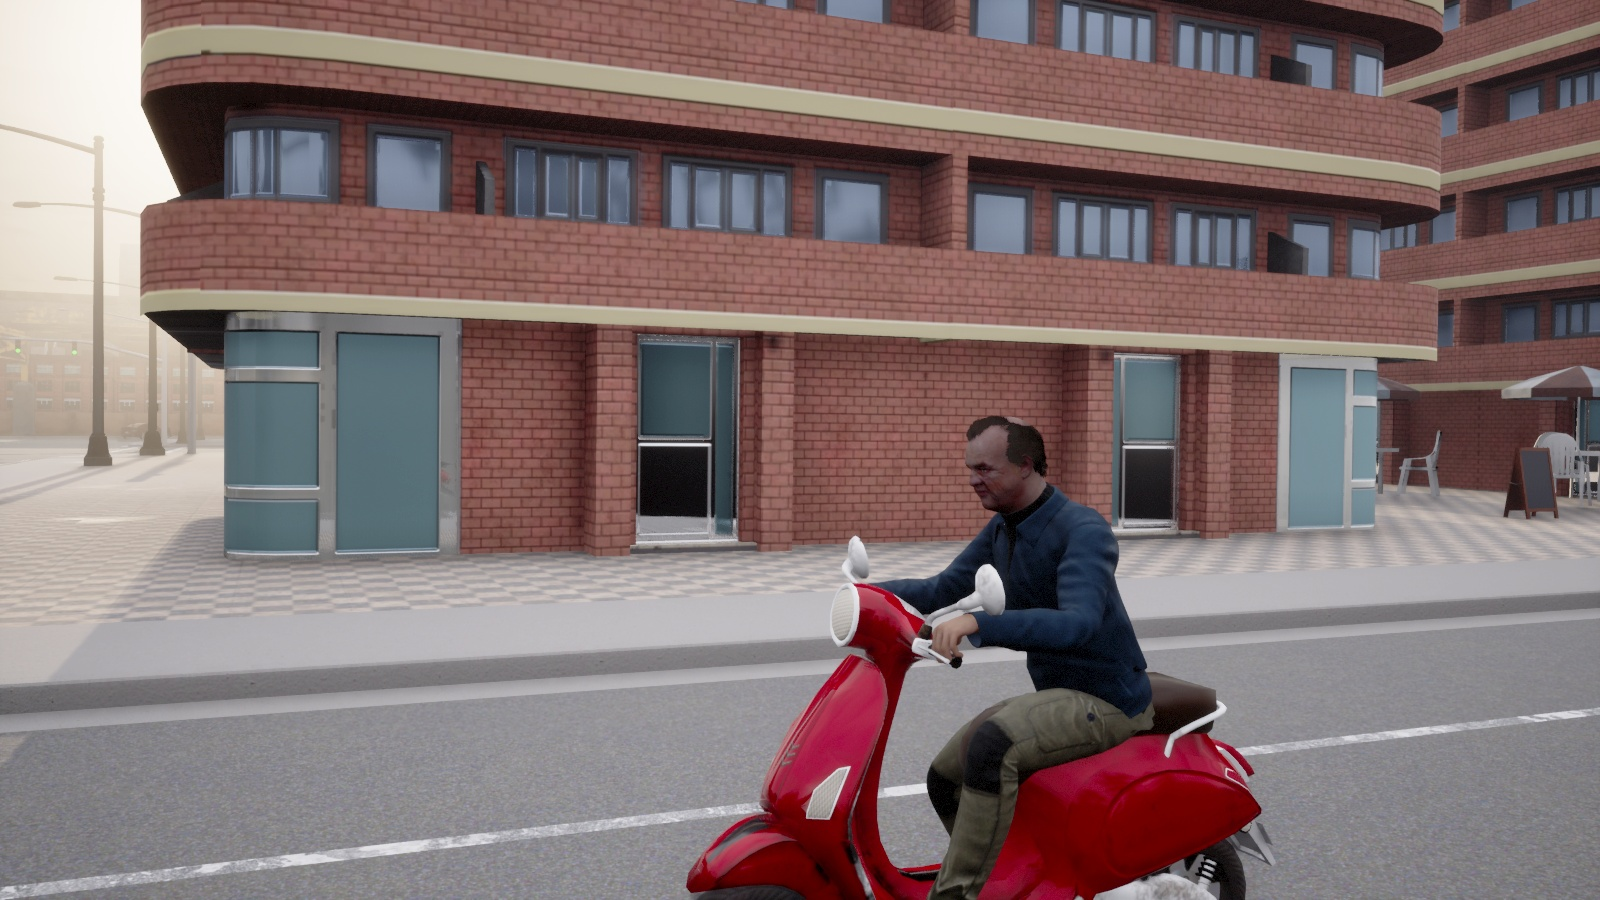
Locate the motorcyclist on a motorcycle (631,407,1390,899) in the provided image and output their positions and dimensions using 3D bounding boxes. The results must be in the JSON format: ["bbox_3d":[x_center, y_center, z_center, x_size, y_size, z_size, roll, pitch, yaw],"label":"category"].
[{"bbox_3d":[0.546,0.691,3.382,1.817,1.590,0.866,-1,1,-21],"label":"motorcyclist on a motorcycle"}]
